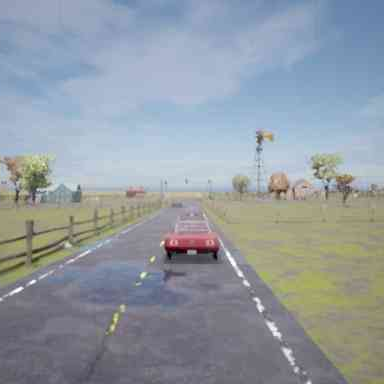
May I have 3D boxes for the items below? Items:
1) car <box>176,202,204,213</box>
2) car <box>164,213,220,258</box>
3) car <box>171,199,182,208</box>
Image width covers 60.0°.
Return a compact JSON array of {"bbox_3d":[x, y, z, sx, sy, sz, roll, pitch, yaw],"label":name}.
[{"bbox_3d":[0.013,1.817,27.512,2.033,1.411,5.357,0,-1,0],"label":"car"},{"bbox_3d":[0.022,1.730,13.247,1.895,1.301,4.718,0,-1,1],"label":"car"},{"bbox_3d":[-2.798,2.090,61.002,1.882,1.535,5.008,0,-1,1],"label":"car"}]
